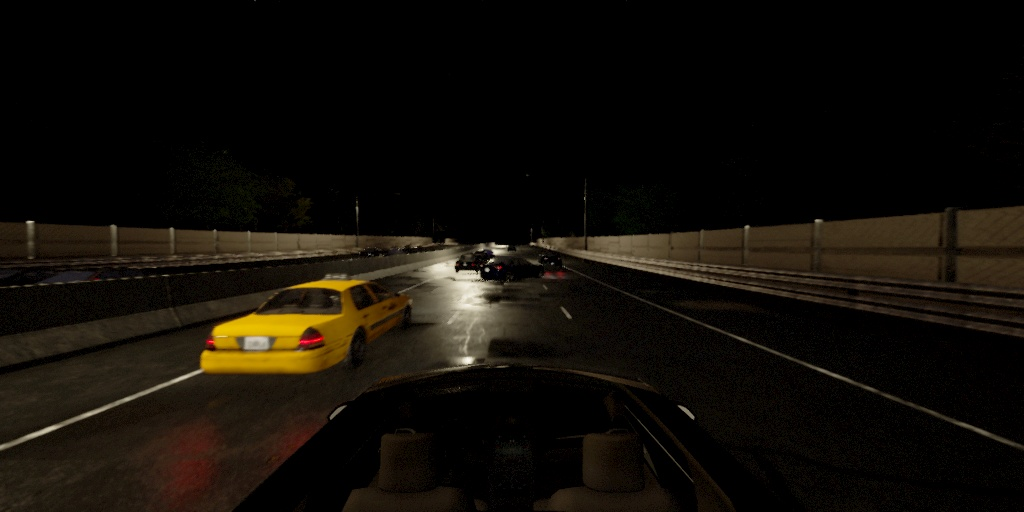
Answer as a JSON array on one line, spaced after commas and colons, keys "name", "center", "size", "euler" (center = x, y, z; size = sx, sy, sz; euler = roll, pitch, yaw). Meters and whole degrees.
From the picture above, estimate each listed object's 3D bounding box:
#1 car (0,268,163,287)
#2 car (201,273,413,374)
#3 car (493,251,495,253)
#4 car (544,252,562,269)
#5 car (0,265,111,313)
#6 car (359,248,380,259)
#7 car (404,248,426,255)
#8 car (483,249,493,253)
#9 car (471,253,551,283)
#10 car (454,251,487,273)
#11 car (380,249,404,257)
[{"name": "car", "center": [-14.098, 1.125, 12.247], "size": [2.033, 1.411, 5.357], "euler": [0, 1, 0]}, {"name": "car", "center": [-3.501, 1.126, 7.477], "size": [1.801, 1.575, 5.366], "euler": [0, 1, 0]}, {"name": "car", "center": [-3.510, -0.271, 51.266], "size": [1.812, 1.442, 4.674], "euler": [0, 2, 0]}, {"name": "car", "center": [3.594, 0.378, 34.084], "size": [2.128, 1.511, 4.902], "euler": [0, 2, 0]}, {"name": "car", "center": [-17.593, 1.131, 12.713], "size": [1.994, 1.385, 4.181], "euler": [0, 1, 0]}, {"name": "car", "center": [-21.048, -0.419, 53.580], "size": [1.882, 1.535, 5.008], "euler": [0, 3, 1]}, {"name": "car", "center": [-14.062, -0.389, 53.475], "size": [1.837, 1.490, 4.892], "euler": [0, 2, 0]}, {"name": "car", "center": [-3.508, 0.155, 40.269], "size": [1.837, 1.490, 4.892], "euler": [0, 2, 0]}, {"name": "car", "center": [0.060, 0.787, 22.567], "size": [2.163, 1.488, 4.792], "euler": [2, 3, 40]}, {"name": "car", "center": [-3.505, 0.602, 29.274], "size": [2.033, 1.411, 5.357], "euler": [0, 2, 0]}, {"name": "car", "center": [-17.542, -0.377, 54.229], "size": [2.033, 1.411, 5.357], "euler": [0, 3, 1]}]
